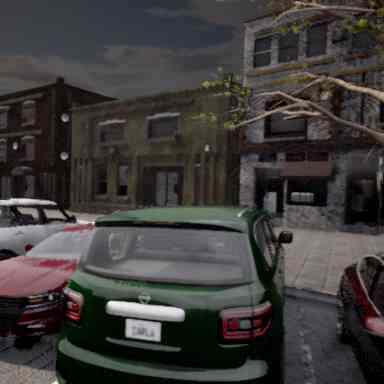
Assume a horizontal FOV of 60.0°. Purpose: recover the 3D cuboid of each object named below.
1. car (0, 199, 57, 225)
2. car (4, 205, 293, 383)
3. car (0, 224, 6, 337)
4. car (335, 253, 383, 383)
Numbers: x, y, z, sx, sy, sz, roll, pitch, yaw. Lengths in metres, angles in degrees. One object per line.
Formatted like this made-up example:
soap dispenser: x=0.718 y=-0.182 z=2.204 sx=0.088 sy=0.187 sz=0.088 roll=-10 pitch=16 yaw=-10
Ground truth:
car: x=-4.561 y=1.180 z=8.699 sx=2.435 sy=2.045 sz=5.566 roll=0 pitch=-1 yaw=15
car: x=0.330 y=1.216 z=5.208 sx=2.435 sy=2.045 sz=5.566 roll=0 pitch=-1 yaw=16
car: x=-2.119 y=1.449 z=6.926 sx=2.097 sy=1.535 sz=5.008 roll=1 pitch=0 yaw=16
car: x=2.765 y=1.515 z=3.402 sx=2.163 sy=1.488 sz=4.792 roll=1 pitch=0 yaw=16
